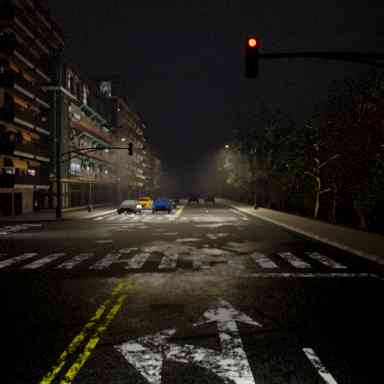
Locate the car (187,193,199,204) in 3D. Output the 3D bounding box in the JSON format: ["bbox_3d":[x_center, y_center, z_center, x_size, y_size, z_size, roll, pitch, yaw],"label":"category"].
[{"bbox_3d":[0.281,1.242,66.140,2.150,2.045,5.566,0,0,0],"label":"car"}]

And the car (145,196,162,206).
[{"bbox_3d":[-6.270,1.504,54.728,2.128,1.511,4.902,0,0,0],"label":"car"}]

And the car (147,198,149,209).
[{"bbox_3d":[-6.362,1.485,44.588,1.882,1.535,5.008,0,0,1],"label":"car"}]

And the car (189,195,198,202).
[{"bbox_3d":[0.327,1.483,76.529,2.128,1.511,4.902,0,0,0],"label":"car"}]

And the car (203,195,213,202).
[{"bbox_3d":[3.576,1.498,76.514,2.033,1.411,5.357,0,0,0],"label":"car"}]

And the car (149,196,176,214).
[{"bbox_3d":[-3.186,1.482,36.374,1.882,1.535,5.008,0,0,1],"label":"car"}]

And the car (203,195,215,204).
[{"bbox_3d":[3.531,1.525,66.094,1.837,1.490,4.892,0,0,0],"label":"car"}]

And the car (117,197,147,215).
[{"bbox_3d":[-6.444,1.551,34.935,2.033,1.411,5.357,0,0,0],"label":"car"}]

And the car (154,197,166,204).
[{"bbox_3d":[-6.224,1.620,65.052,1.895,1.301,4.718,0,0,0],"label":"car"}]

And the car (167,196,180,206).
[{"bbox_3d":[-3.014,1.518,55.916,1.837,1.490,4.892,0,0,0],"label":"car"}]

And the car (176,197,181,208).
[{"bbox_3d":[-3.099,1.500,45.855,2.128,1.511,4.902,0,0,1],"label":"car"}]
